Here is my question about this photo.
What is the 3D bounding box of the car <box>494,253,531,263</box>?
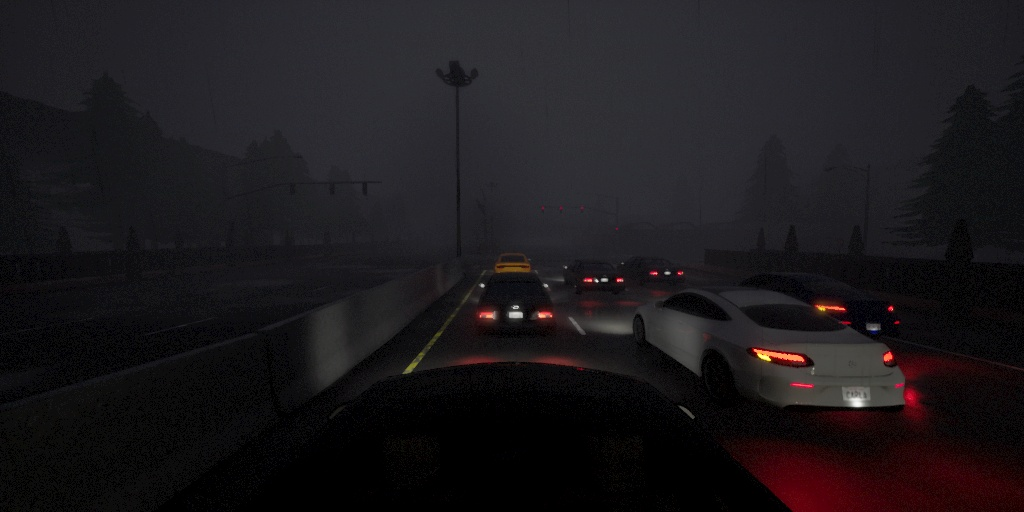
[{"bbox_3d":[0.023,0.562,19.516,1.882,1.535,5.008,0,3,0],"label":"car"}]

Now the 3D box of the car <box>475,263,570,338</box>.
[{"bbox_3d":[0.069,1.143,9.720,2.033,1.411,5.357,0,2,0],"label":"car"}]

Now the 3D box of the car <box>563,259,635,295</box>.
[{"bbox_3d":[3.533,0.823,16.206,2.033,1.411,5.357,0,3,0],"label":"car"}]

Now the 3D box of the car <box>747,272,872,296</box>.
[{"bbox_3d":[7.066,1.137,9.310,1.812,1.442,4.674,0,2,0],"label":"car"}]

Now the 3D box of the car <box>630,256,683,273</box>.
[{"bbox_3d":[7.028,0.681,18.711,2.033,1.411,5.357,0,3,0],"label":"car"}]

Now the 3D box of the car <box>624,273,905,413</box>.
[{"bbox_3d":[3.580,1.225,6.039,1.812,1.442,4.674,0,1,0],"label":"car"}]
